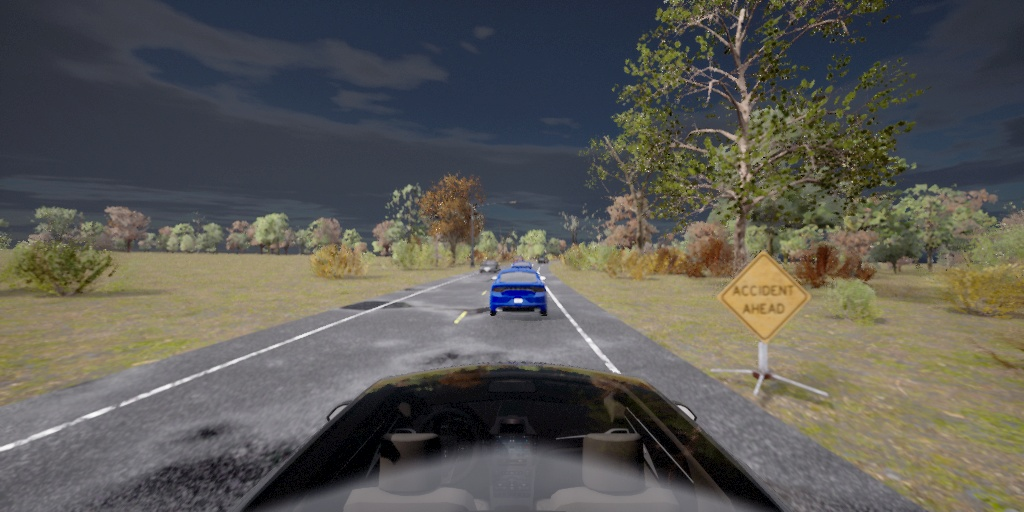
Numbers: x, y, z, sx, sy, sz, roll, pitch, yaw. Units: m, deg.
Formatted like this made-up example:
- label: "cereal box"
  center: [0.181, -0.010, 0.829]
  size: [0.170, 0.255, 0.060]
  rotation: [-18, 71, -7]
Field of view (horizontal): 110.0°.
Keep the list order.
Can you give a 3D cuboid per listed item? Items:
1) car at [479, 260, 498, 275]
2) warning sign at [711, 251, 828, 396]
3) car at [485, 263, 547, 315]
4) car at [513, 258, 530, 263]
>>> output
- label: "car"
  center: [-2.379, 1.210, 39.095]
  size: [2.128, 1.511, 4.902]
  rotation: [0, 0, 4]
- label: "warning sign"
  center: [3.561, 0.859, 5.080]
  size: [1.300, 1.860, 1.060]
  rotation: [0, 0, 0]
- label: "car"
  center: [0.249, 1.206, 13.443]
  size: [1.882, 1.535, 5.008]
  rotation: [0, 0, 1]
- label: "car"
  center: [0.914, 1.193, 31.983]
  size: [1.882, 1.535, 5.008]
  rotation: [0, 0, 3]
